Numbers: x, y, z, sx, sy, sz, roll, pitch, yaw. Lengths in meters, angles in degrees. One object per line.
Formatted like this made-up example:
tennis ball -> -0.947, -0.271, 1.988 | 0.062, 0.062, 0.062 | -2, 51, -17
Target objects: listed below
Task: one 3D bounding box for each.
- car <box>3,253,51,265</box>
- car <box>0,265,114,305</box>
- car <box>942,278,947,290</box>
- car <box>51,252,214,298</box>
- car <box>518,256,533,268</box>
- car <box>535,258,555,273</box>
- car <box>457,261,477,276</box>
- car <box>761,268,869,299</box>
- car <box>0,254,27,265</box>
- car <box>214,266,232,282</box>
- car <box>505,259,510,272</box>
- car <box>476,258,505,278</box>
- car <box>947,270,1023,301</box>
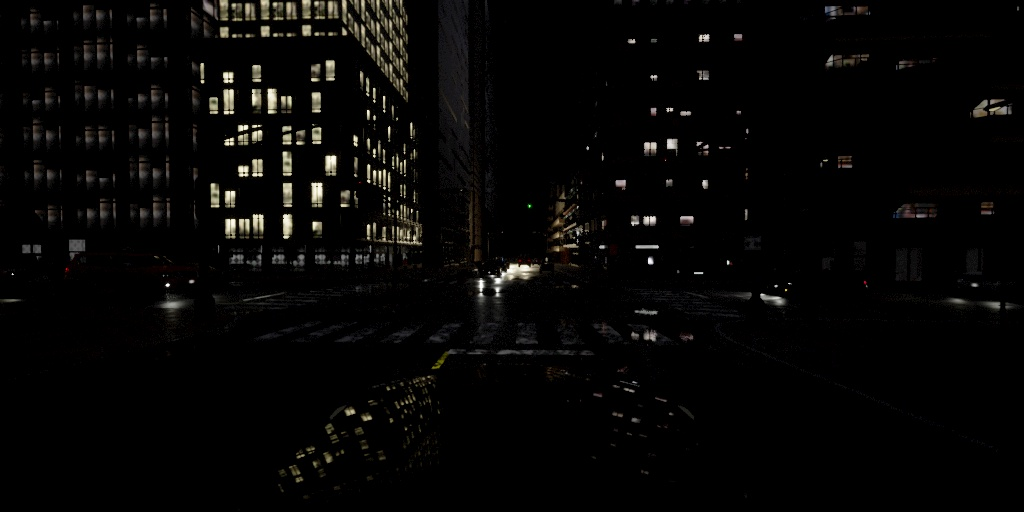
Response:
car -> -32.889, 0.717, 23.889 | 5.009, 1.841, 2.192 | 0, 0, 3
car -> -19.867, 1.207, 14.893 | 4.403, 1.370, 2.007 | 0, 0, 3
car -> 28.032, 1.467, 20.911 | 4.507, 1.381, 1.888 | 0, 0, 3
car -> -18.149, 0.850, 17.356 | 5.566, 2.045, 2.150 | 1, 1, 3
car -> 2.220, 0.971, 63.496 | 2.150, 2.045, 5.566 | 0, 0, 2
car -> 4.080, 1.299, 42.383 | 2.007, 1.370, 4.403 | 0, 0, 2
car -> -4.498, 1.274, 36.853 | 1.751, 1.417, 4.829 | 0, 0, 2
car -> 15.985, 1.429, 18.897 | 4.181, 1.385, 1.994 | 0, 1, 3
car -> -27.857, 0.896, 17.832 | 4.553, 1.767, 2.097 | 0, 1, 3
car -> -20.957, 1.034, 23.269 | 4.829, 1.417, 1.751 | 0, 0, 3
car -> -1.627, 1.313, 44.647 | 1.994, 1.385, 4.181 | 0, 0, 2
car -> -1.977, 1.253, 34.750 | 1.837, 1.490, 4.892 | 0, 0, 2
car -> 26.676, 1.175, 18.369 | 5.566, 2.045, 2.150 | 0, 1, 3
